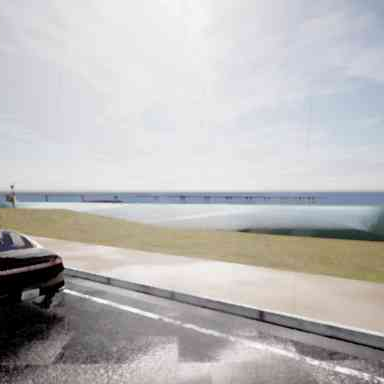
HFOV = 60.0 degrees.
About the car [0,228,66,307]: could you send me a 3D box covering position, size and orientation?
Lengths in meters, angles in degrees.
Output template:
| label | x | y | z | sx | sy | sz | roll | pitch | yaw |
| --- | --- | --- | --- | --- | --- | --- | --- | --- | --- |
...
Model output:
| label | x | y | z | sx | sy | sz | roll | pitch | yaw |
| --- | --- | --- | --- | --- | --- | --- | --- | --- | --- |
| car | -4.685 | 1.516 | 7.010 | 4.902 | 1.511 | 2.128 | 0 | 0 | 36 |
